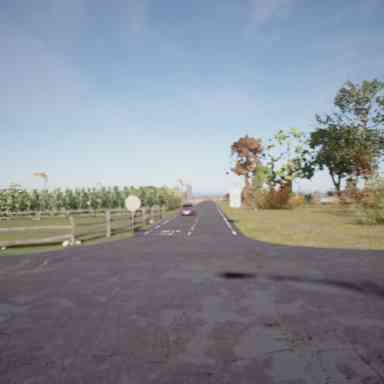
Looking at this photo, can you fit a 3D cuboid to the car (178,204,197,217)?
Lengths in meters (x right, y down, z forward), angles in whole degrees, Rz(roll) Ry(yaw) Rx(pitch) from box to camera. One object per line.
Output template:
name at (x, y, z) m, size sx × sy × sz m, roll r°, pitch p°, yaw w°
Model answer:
car at (-0.494, 2.121, 39.766) m, size 1.812 × 1.442 × 4.674 m, roll -1°, pitch -1°, yaw 3°
